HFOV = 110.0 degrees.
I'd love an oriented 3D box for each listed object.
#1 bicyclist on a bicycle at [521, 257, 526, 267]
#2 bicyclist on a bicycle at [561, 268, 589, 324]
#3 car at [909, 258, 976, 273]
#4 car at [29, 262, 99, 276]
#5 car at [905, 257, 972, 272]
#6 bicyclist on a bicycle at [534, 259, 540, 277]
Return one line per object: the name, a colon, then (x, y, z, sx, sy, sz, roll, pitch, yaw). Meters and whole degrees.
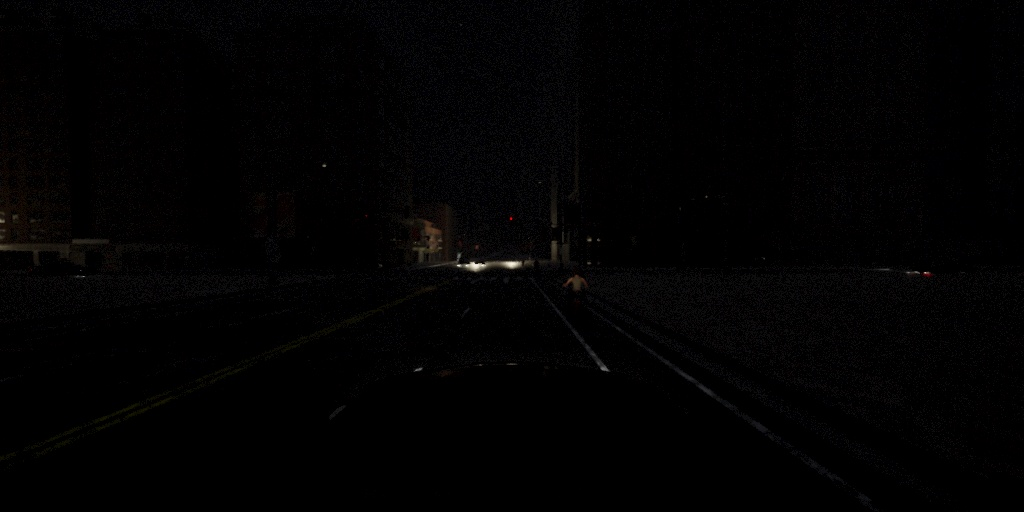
bicyclist on a bicycle: (1.920, 1.023, 60.794, 0.866, 1.612, 1.509, 0, 0, 3)
bicyclist on a bicycle: (1.918, 1.154, 10.755, 0.866, 1.612, 1.509, 0, 0, 4)
car: (42.611, 1.009, 35.358, 4.674, 1.442, 1.812, 0, 1, 0)
car: (-45.639, 1.361, 36.553, 5.357, 1.411, 2.033, 0, 1, 1)
car: (45.622, 0.916, 38.430, 4.892, 1.490, 1.837, 0, 1, 0)
bicyclist on a bicycle: (2.213, 1.107, 32.058, 0.582, 1.620, 1.656, 0, 0, 0)
